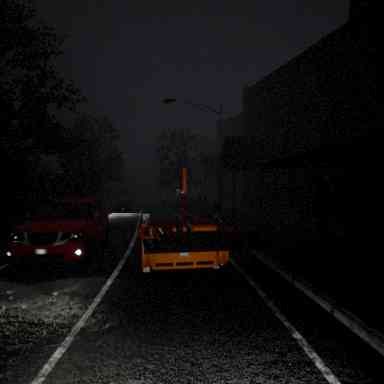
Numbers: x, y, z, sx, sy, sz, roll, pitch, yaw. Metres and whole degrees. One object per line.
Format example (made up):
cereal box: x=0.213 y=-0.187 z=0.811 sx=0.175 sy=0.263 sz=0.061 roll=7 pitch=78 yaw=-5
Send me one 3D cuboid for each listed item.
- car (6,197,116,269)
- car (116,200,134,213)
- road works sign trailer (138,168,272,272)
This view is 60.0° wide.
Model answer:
car: x=-4.245 y=1.226 z=11.566 sx=2.150 sy=2.045 sz=5.566 roll=0 pitch=0 yaw=-5
car: x=-7.455 y=1.572 z=36.692 sx=1.994 sy=1.385 sz=4.181 roll=-1 pitch=0 yaw=-8
road works sign trailer: x=0.029 y=0.791 z=7.689 sx=2.380 sy=2.880 sz=3.560 roll=0 pitch=0 yaw=-10
